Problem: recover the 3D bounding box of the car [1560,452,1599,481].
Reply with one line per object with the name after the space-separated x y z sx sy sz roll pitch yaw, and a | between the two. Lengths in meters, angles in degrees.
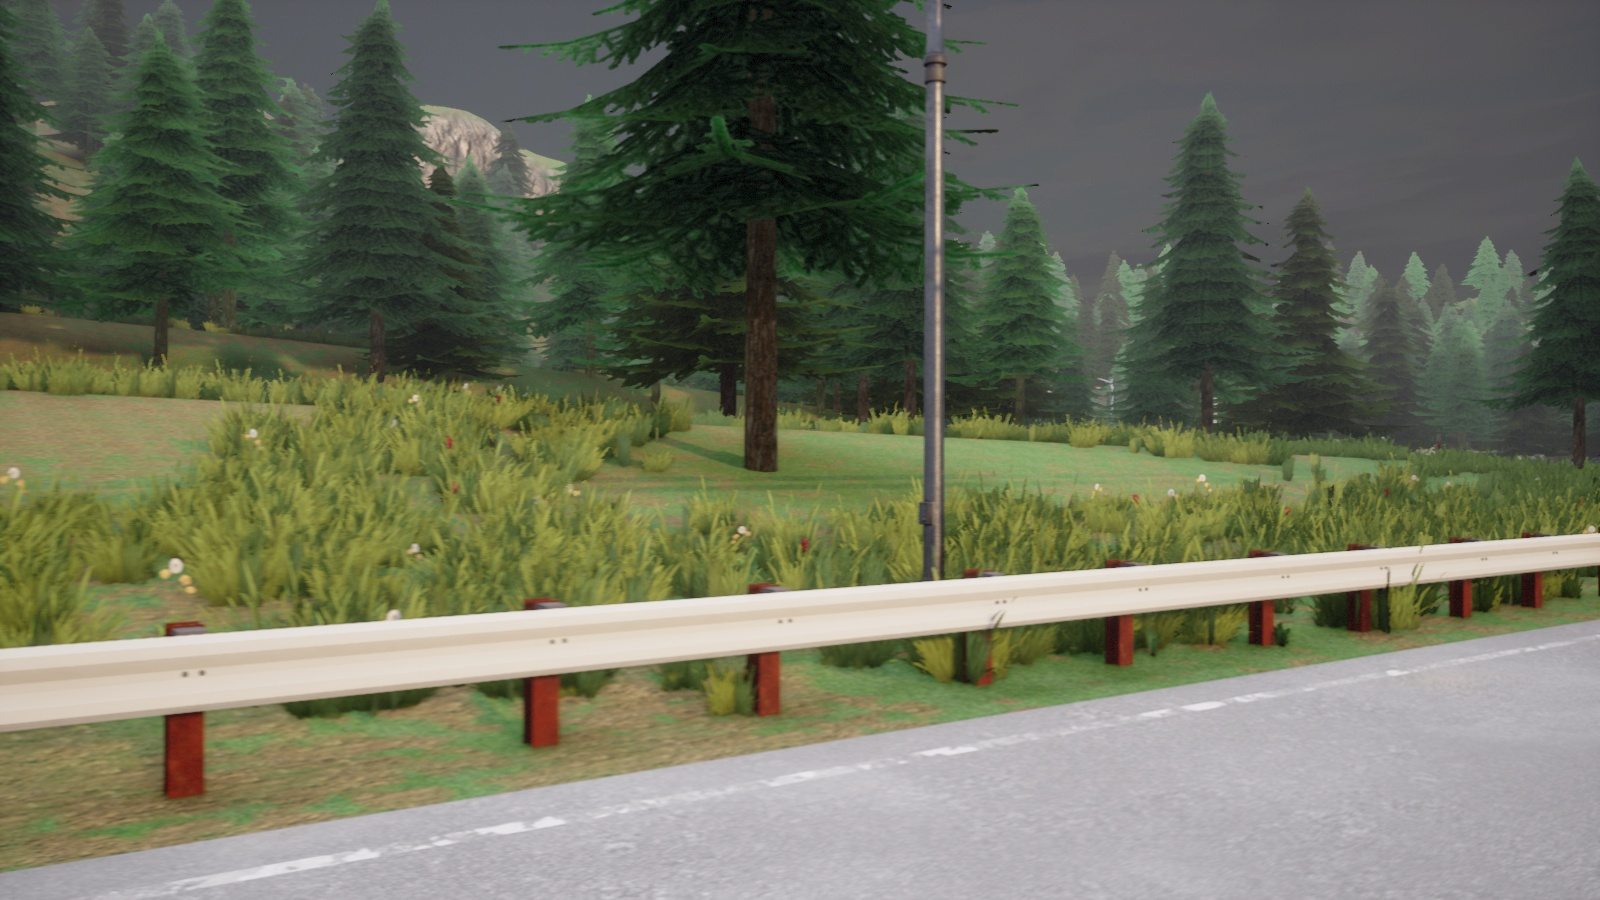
42.119 0.854 64.454 2.128 1.511 4.902 0 0 -36 | car
